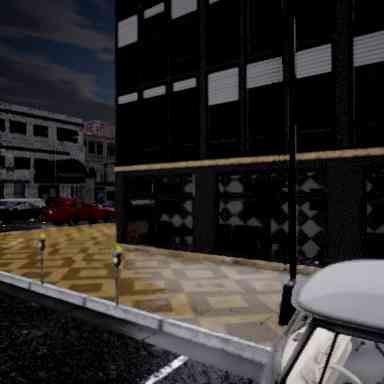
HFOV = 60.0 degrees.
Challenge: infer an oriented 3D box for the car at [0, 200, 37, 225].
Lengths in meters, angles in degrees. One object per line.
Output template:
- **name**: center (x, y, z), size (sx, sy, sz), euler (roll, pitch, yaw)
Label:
- **car**: center (-13.299, 1.601, 25.559), size (2.128, 1.511, 4.902), euler (0, 0, 35)

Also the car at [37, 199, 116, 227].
- **car**: center (-7.731, 1.391, 23.409), size (2.192, 1.841, 5.009), euler (-1, -1, 35)

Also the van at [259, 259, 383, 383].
- **van**: center (2.162, 1.339, 1.297), size (3.998, 1.788, 1.690), euler (0, 0, 35)

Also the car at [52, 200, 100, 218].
- **car**: center (-11.371, 1.589, 32.759), size (1.967, 1.590, 4.097), euler (-1, -1, 35)

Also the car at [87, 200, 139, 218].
- **car**: center (-7.821, 1.632, 33.284), size (2.128, 1.511, 4.902), euler (0, 0, 35)

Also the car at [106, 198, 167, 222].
- **car**: center (-4.535, 1.409, 27.915), size (2.192, 1.841, 5.009), euler (-1, -1, 35)
